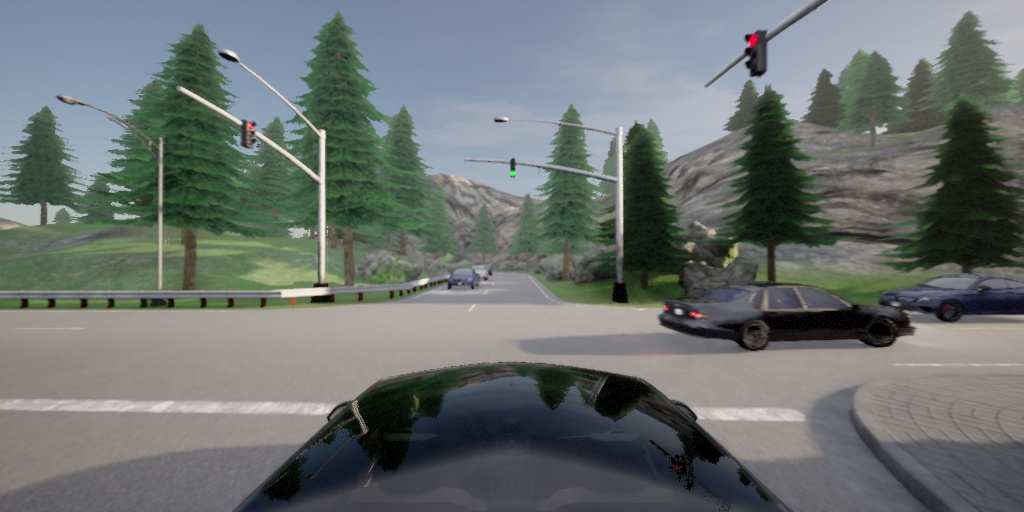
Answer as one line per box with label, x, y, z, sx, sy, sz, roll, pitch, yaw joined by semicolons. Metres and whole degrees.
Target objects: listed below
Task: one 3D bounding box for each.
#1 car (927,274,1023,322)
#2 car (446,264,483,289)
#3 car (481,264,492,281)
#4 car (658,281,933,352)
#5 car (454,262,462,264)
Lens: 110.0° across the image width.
car;15.081;1.331;11.914;4.674;1.442;1.812;0;-1;0
car;-3.417;1.562;25.899;1.812;1.442;4.674;0;-1;0
car;-3.347;1.676;35.916;1.812;1.442;4.674;0;-1;1
car;6.378;1.341;8.597;5.357;1.411;2.033;0;-1;-6
car;-10.773;1.841;63.689;4.553;1.767;2.097;0;-1;24
